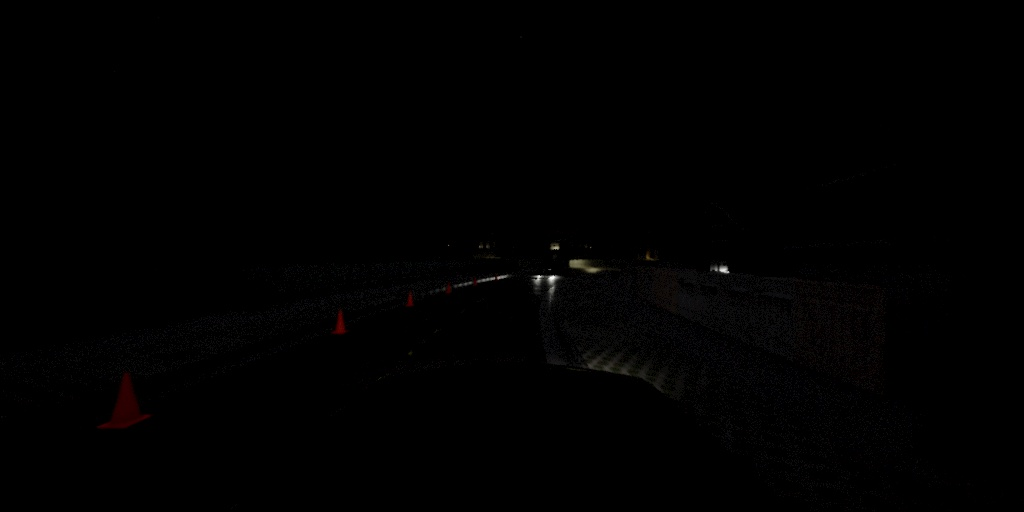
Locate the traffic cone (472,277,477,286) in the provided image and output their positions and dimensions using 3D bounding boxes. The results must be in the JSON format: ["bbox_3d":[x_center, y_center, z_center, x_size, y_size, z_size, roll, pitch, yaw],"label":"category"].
[{"bbox_3d":[-2.522,1.727,24.640,0.340,0.580,0.340,0,0,12],"label":"traffic cone"}]

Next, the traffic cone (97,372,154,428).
[{"bbox_3d":[-4.623,1.694,4.299,0.340,0.580,0.340,0,0,1],"label":"traffic cone"}]

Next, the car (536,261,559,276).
[{"bbox_3d":[3.943,1.325,39.347,1.837,1.490,4.892,0,0,16],"label":"car"}]

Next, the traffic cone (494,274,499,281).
[{"bbox_3d":[-1.303,1.741,29.630,0.340,0.580,0.340,0,0,15],"label":"traffic cone"}]

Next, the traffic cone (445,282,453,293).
[{"bbox_3d":[-3.459,1.716,19.589,0.340,0.580,0.340,0,0,9],"label":"traffic cone"}]

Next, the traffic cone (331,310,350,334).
[{"bbox_3d":[-4.484,1.699,9.367,0.340,0.580,0.340,0,0,3],"label":"traffic cone"}]

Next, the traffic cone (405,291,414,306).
[{"bbox_3d":[-4.115,1.707,14.492,0.340,0.580,0.340,0,0,6],"label":"traffic cone"}]
